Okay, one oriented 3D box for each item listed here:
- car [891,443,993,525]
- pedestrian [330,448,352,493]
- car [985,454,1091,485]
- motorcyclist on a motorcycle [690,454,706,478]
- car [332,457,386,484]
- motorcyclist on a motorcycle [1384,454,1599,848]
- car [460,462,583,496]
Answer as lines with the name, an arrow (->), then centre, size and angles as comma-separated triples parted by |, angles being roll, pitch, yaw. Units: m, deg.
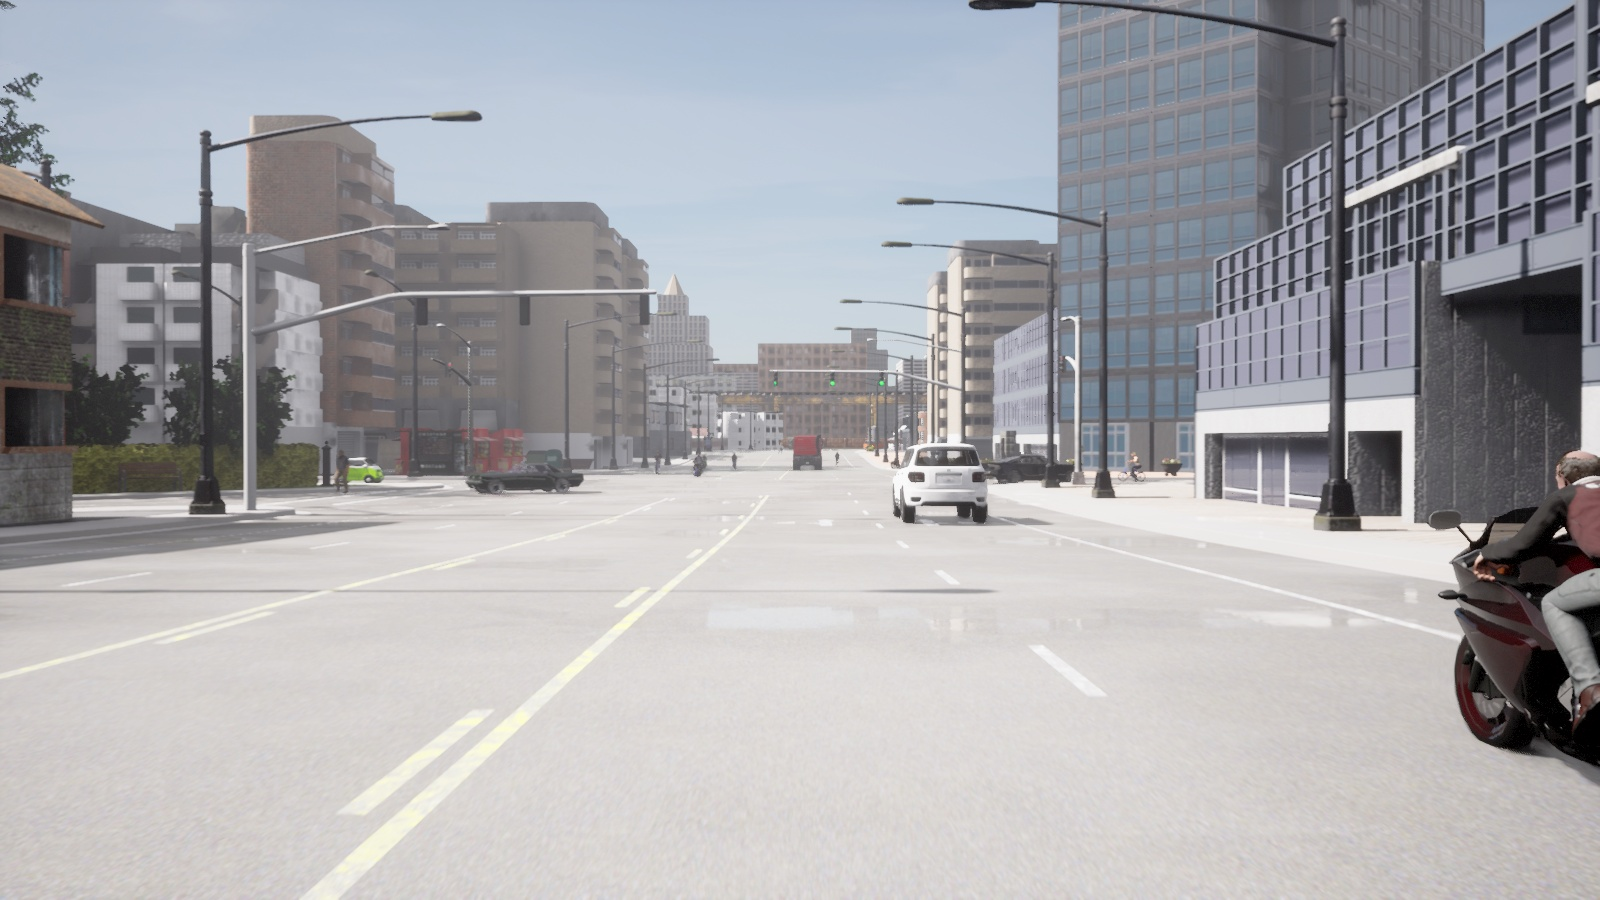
car -> 3.709, 0.867, 33.841 | 2.150, 2.045, 5.566 | 0, -1, 0
pedestrian -> -18.914, 0.850, 51.724 | 0.540, 1.848, 0.694 | 0, 1, 15
car -> 12.127, 0.997, 64.132 | 5.008, 1.535, 1.882 | 0, 0, -9
motorcyclist on a motorcycle -> -6.524, 1.000, 80.506 | 0.866, 1.530, 2.191 | 0, 0, 0
car -> -22.677, 1.042, 64.632 | 2.207, 1.376, 1.481 | 0, 0, 1
motorcyclist on a motorcycle -> 3.547, 0.787, 5.615 | 0.866, 1.530, 2.191 | 0, 0, 0
car -> -11.740, 1.187, 53.120 | 4.718, 1.301, 1.895 | 0, 0, -33
